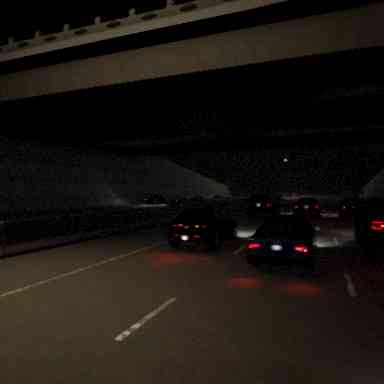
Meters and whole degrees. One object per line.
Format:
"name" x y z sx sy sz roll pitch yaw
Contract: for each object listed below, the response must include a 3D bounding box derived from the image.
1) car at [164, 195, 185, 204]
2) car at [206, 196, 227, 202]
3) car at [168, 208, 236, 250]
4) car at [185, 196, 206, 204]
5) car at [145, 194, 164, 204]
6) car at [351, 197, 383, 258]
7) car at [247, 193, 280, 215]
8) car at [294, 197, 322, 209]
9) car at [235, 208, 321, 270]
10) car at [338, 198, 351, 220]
"car" -2.249 1.252 55.544 1.882 1.535 5.008 0 0 22
"car" 4.260 1.315 52.983 1.812 1.442 4.674 0 0 22
"car" 0.626 1.442 14.173 1.837 1.490 4.892 0 -1 21
"car" 1.010 1.307 54.272 1.812 1.442 4.674 0 0 22
"car" -6.057 1.125 55.421 2.097 1.767 4.553 0 0 22
"car" 7.361 1.178 12.181 2.150 2.045 5.566 0 0 22
"car" 6.246 1.112 28.687 2.150 2.045 5.566 0 1 22
"car" 9.833 1.244 28.248 2.097 1.767 4.553 0 0 22
"car" 3.160 1.504 11.084 2.033 1.411 5.357 0 0 22
"car" 13.098 1.251 26.990 2.097 1.767 4.553 0 0 22
